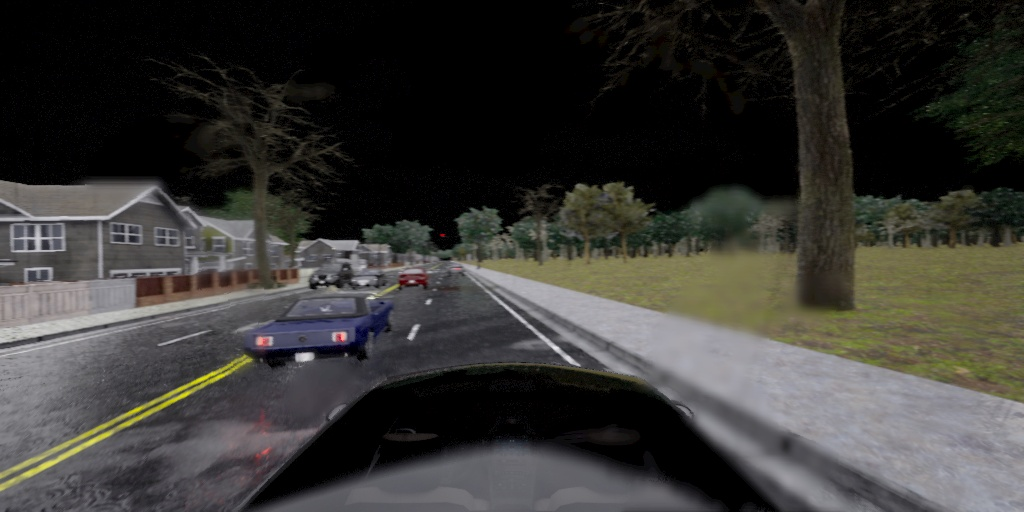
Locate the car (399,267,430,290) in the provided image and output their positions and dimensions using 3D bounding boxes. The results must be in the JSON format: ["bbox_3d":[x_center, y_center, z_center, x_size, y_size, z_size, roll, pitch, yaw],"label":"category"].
[{"bbox_3d":[-7.133,1.583,26.428,1.882,1.535,5.008,-2,0,-10],"label":"car"}]

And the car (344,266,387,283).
[{"bbox_3d":[-10.798,1.723,27.391,2.128,1.511,4.902,-2,0,-10],"label":"car"}]

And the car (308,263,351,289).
[{"bbox_3d":[-14.376,1.577,28.952,2.150,2.045,5.566,-2,0,-10],"label":"car"}]

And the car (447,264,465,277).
[{"bbox_3d":[-6.680,1.661,42.891,2.128,1.511,4.902,-2,0,-10],"label":"car"}]

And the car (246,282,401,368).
[{"bbox_3d":[-4.037,1.518,8.517,1.895,1.301,4.718,-2,0,-10],"label":"car"}]
